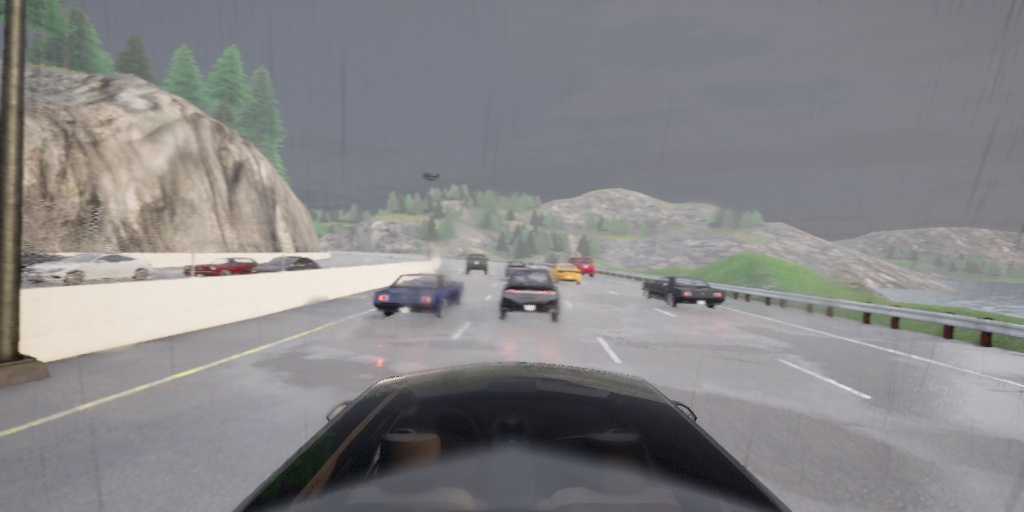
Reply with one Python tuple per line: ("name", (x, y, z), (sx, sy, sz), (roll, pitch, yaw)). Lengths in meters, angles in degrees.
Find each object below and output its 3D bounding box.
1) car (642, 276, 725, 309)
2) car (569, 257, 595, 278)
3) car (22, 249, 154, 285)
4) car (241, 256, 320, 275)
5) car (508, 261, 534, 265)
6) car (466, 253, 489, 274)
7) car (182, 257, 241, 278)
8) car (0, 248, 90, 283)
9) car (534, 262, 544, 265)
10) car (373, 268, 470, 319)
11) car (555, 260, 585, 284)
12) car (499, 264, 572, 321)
("car", (7.714, 1.580, 16.718), (1.895, 1.301, 4.718), (2, 0, 1))
("car", (6.892, 1.130, 37.304), (2.150, 2.045, 5.566), (2, 0, -5))
("car", (-20.444, 0.548, 17.661), (1.812, 1.442, 4.674), (2, 0, 0))
("car", (-13.486, 0.755, 21.647), (1.837, 1.490, 4.892), (2, 0, -1))
("car", (0.323, 1.190, 31.366), (2.128, 1.511, 4.902), (2, 0, -3))
("car", (-3.619, 0.773, 37.184), (2.150, 2.045, 5.566), (2, 0, -5))
("car", (-16.955, 0.734, 21.584), (1.895, 1.301, 4.718), (2, 0, -1))
("car", (-23.962, 0.396, 16.960), (2.128, 1.511, 4.902), (2, 0, 1))
("car", (2.773, 1.359, 42.506), (1.895, 1.301, 4.718), (2, 0, -6))
("car", (-2.892, 1.230, 12.271), (1.895, 1.301, 4.718), (2, 0, 2))
("car", (3.985, 1.307, 27.982), (1.882, 1.535, 5.008), (2, 0, -2))
("car", (0.601, 1.239, 12.496), (2.128, 1.511, 4.902), (2, 0, 2))
